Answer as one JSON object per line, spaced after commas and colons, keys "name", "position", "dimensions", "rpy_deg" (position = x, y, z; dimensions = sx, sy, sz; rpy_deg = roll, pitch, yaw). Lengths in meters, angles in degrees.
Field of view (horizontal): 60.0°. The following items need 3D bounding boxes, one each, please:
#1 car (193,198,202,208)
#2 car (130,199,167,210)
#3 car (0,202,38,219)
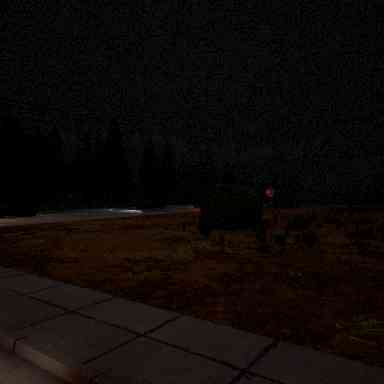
{"name": "car", "position": [2.123, 1.532, 47.265], "dimensions": [1.837, 1.490, 4.892], "rpy_deg": [0, 0, 36]}
{"name": "car", "position": [-5.519, 1.574, 43.124], "dimensions": [2.033, 1.411, 5.357], "rpy_deg": [0, 0, 37]}
{"name": "car", "position": [-15.845, 1.591, 29.147], "dimensions": [1.994, 1.385, 4.181], "rpy_deg": [0, 0, 36]}
